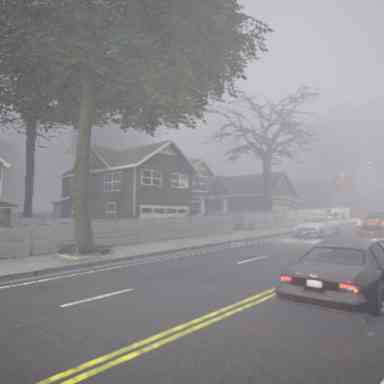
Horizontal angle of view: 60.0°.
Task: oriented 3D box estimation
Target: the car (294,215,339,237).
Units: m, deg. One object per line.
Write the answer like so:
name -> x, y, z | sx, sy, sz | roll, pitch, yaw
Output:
car -> 8.892, 2.401, 23.499 | 1.812, 1.442, 4.674 | -4, -3, 42

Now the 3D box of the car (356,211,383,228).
car -> 13.234, 2.133, 23.457 | 2.097, 1.767, 4.553 | -4, -4, 42

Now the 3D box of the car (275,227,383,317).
car -> 4.021, 1.840, 8.200 | 2.033, 1.411, 5.357 | -4, -3, 42
